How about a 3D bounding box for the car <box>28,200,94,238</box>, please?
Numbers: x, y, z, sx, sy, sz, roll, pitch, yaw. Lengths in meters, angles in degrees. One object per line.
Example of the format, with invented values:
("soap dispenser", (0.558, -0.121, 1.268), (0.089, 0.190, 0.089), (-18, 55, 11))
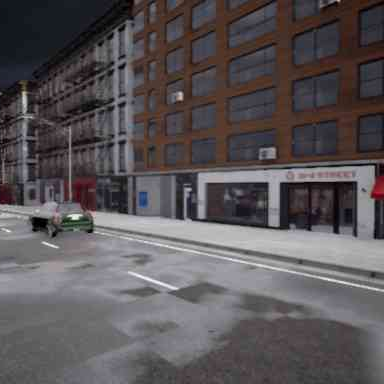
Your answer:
("car", (-7.028, 1.277, 17.619), (2.097, 1.767, 4.553), (-1, 0, -41))
